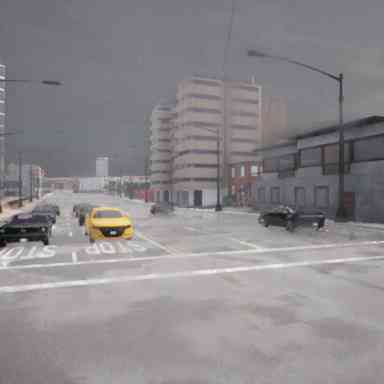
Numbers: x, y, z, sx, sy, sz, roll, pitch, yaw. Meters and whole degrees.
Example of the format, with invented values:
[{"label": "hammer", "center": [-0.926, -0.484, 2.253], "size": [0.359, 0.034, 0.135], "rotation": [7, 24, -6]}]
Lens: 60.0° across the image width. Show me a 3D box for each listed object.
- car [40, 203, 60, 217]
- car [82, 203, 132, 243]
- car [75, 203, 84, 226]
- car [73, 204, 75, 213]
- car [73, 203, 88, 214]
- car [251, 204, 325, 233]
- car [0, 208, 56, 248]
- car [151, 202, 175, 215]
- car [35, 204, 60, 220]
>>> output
[{"label": "car", "center": [-16.378, 2.040, 38.522], "size": [1.994, 1.385, 4.181], "rotation": [0, -1, -21]}, {"label": "car", "center": [-4.299, 1.520, 16.711], "size": [1.882, 1.535, 5.008], "rotation": [0, -1, -21]}, {"label": "car", "center": [-7.511, 1.725, 25.088], "size": [1.994, 1.385, 4.181], "rotation": [0, -1, -21]}, {"label": "car", "center": [-11.301, 1.916, 35.019], "size": [2.033, 1.411, 5.357], "rotation": [0, -1, -21]}, {"label": "car", "center": [-15.390, 2.190, 45.826], "size": [1.895, 1.301, 4.718], "rotation": [0, -1, -20]}, {"label": "car", "center": [5.825, 1.533, 19.994], "size": [2.128, 1.511, 4.902], "rotation": [1, -1, -17]}, {"label": "car", "center": [-7.544, 1.645, 15.403], "size": [1.895, 1.301, 4.718], "rotation": [0, -1, -21]}, {"label": "car", "center": [-3.390, 1.947, 39.862], "size": [2.033, 1.411, 5.357], "rotation": [-1, -1, 10]}, {"label": "car", "center": [-11.767, 1.762, 26.436], "size": [2.033, 1.411, 5.357], "rotation": [0, -1, -21]}]
